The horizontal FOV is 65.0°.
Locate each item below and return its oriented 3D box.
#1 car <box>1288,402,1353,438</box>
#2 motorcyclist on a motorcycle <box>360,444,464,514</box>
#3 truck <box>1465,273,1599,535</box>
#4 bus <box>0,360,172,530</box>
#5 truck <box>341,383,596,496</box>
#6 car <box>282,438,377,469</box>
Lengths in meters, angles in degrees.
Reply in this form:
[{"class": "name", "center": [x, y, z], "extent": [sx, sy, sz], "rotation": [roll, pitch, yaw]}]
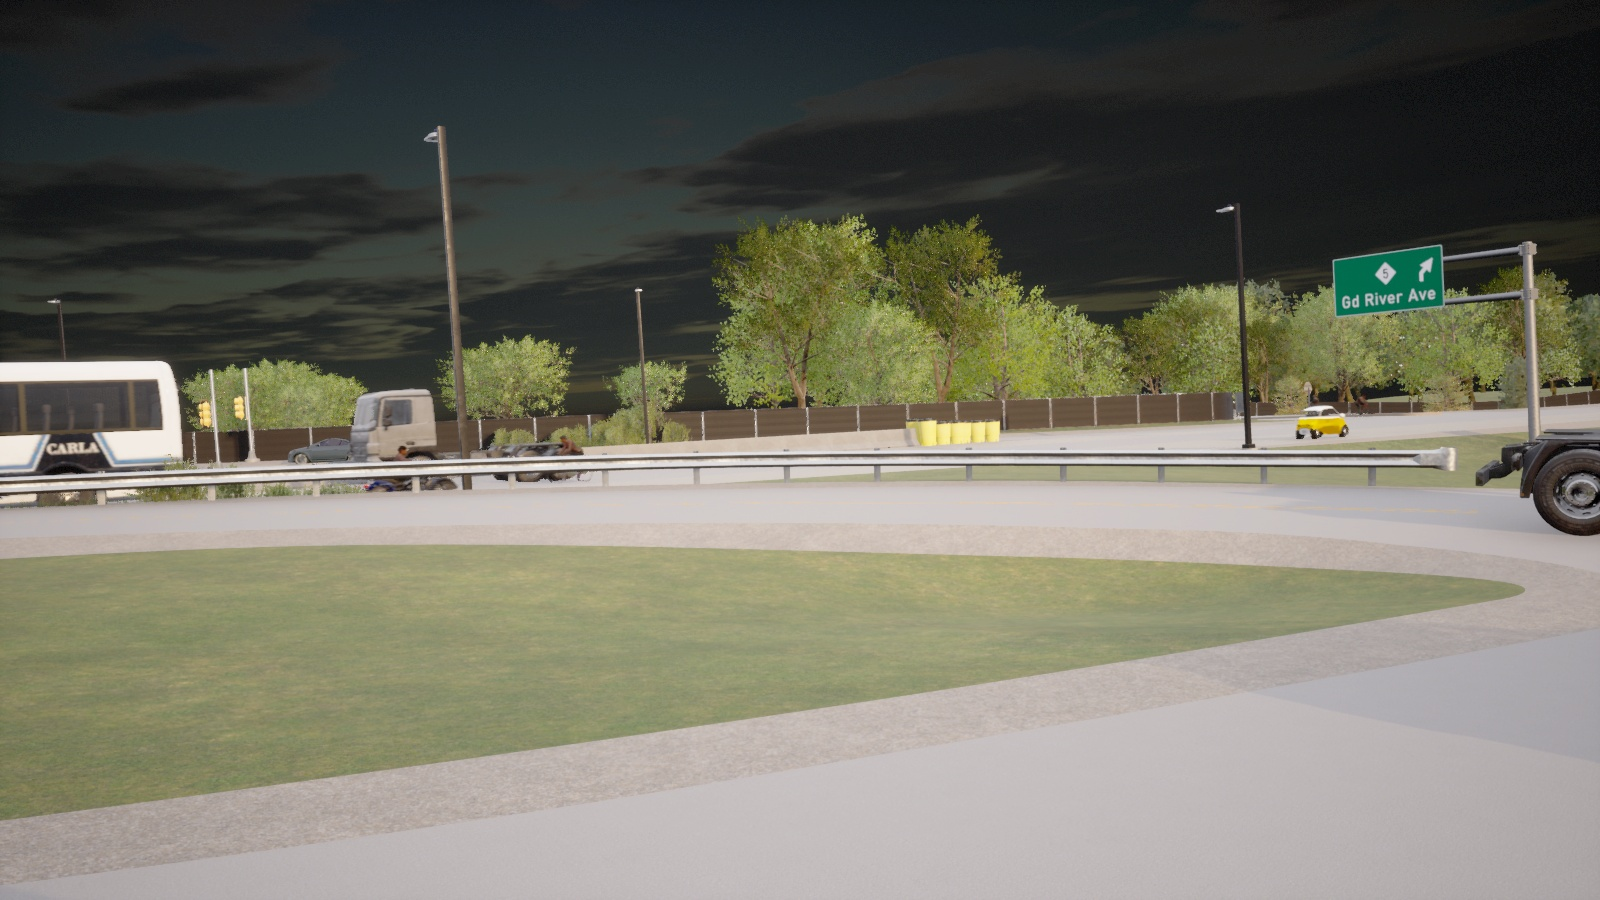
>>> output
[{"class": "car", "center": [21.932, -1.266, 52.927], "extent": [2.207, 1.376, 1.481], "rotation": [-4, 2, -33]}, {"class": "motorcyclist on a motorcycle", "center": [-10.003, 0.716, 32.422], "extent": [2.350, 1.649, 0.766], "rotation": [-4, 2, -33]}, {"class": "truck", "center": [13.357, -0.646, 16.452], "extent": [7.936, 3.462, 2.891], "rotation": [1, 4, 33]}, {"class": "bus", "center": [-22.439, -0.025, 32.760], "extent": [10.273, 4.253, 3.944], "rotation": [-4, 2, -33]}, {"class": "truck", "center": [-11.500, -0.451, 43.942], "extent": [7.936, 3.462, 2.891], "rotation": [-4, 2, -33]}, {"class": "car", "center": [-24.333, 0.179, 65.111], "extent": [4.181, 1.385, 1.994], "rotation": [-2, 2, -6]}]
